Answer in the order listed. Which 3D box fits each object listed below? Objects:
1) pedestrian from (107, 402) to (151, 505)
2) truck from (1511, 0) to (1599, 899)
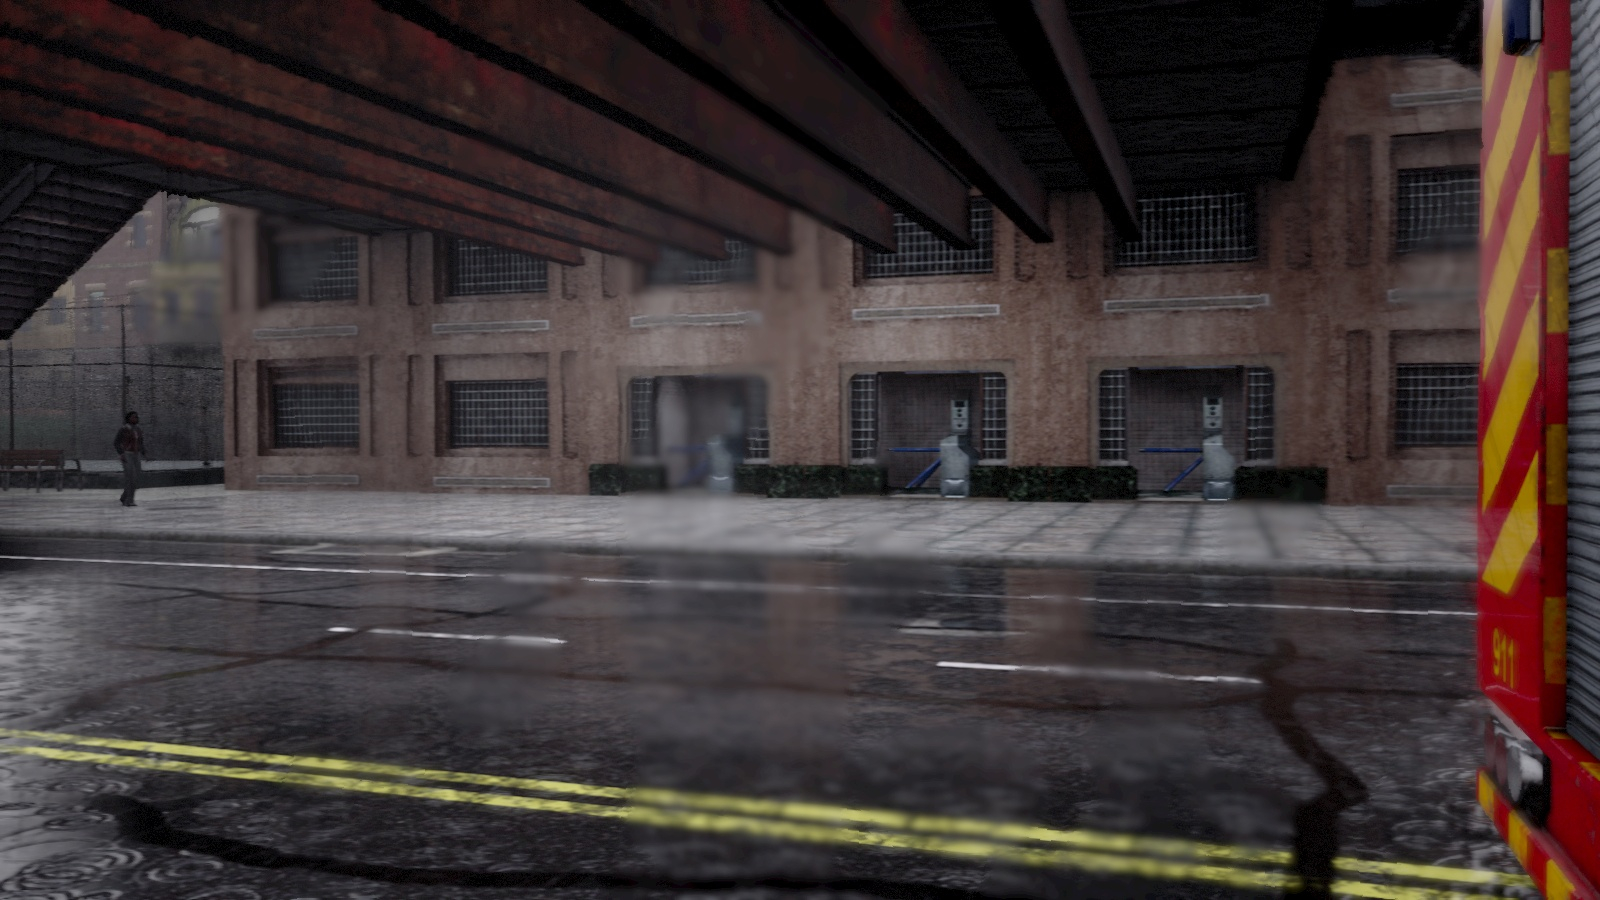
[{"bbox_3d":[-12.713,0.054,23.795,0.666,1.930,0.402,1,1,21],"label":"pedestrian"},{"bbox_3d":[5.809,-0.336,1.224,8.468,3.827,2.891,1,1,19],"label":"truck"}]
